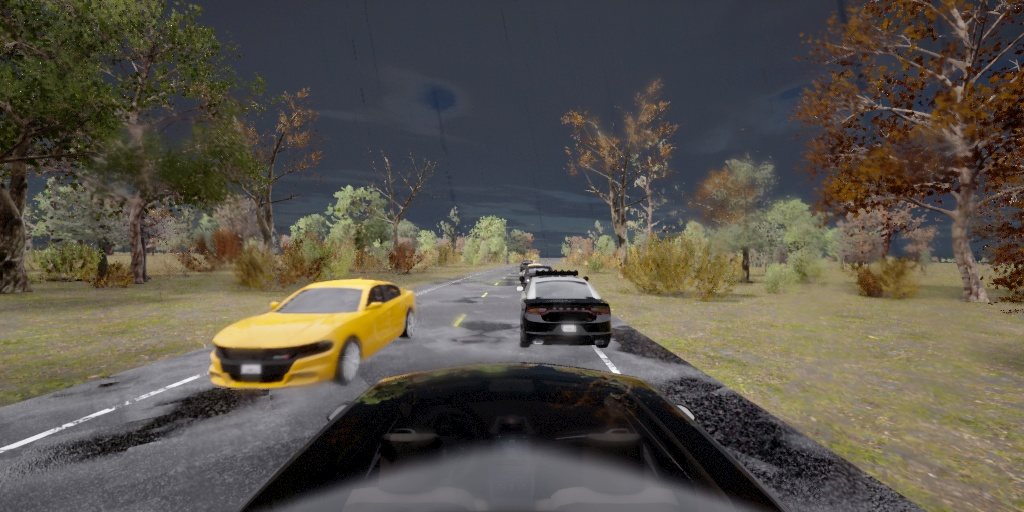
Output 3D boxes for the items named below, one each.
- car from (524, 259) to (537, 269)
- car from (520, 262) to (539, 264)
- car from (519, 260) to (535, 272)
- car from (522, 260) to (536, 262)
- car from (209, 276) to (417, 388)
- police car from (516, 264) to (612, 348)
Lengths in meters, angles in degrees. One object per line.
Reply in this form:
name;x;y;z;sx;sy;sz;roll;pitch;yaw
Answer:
car;3.220;1.365;60.738;1.882;1.535;5.008;0;0;6
car;1.427;1.263;19.229;1.837;1.490;4.892;0;0;2
car;2.097;1.331;47.880;1.837;1.490;4.892;0;0;5
car;1.679;1.218;25.387;1.801;1.575;5.366;0;0;3
car;-3.398;1.229;7.235;1.882;1.535;5.008;0;0;1
police car;1.150;1.177;9.387;1.930;1.638;5.238;0;0;1
